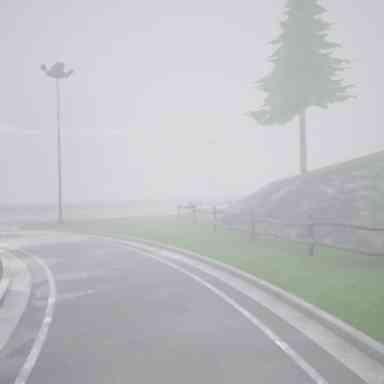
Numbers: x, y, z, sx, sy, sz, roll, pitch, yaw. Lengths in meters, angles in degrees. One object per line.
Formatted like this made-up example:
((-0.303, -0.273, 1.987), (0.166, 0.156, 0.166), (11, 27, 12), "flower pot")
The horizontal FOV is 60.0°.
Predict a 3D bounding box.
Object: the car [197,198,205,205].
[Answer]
((3.137, 1.556, 57.808), (4.892, 1.490, 1.837), (-1, 0, -34), "car")

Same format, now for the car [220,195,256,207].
((7.303, 1.295, 52.196), (4.553, 1.767, 2.097), (-1, 0, -34), "car")

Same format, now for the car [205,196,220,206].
((5.116, 1.476, 54.932), (5.008, 1.535, 1.882), (-1, 0, -34), "car")
